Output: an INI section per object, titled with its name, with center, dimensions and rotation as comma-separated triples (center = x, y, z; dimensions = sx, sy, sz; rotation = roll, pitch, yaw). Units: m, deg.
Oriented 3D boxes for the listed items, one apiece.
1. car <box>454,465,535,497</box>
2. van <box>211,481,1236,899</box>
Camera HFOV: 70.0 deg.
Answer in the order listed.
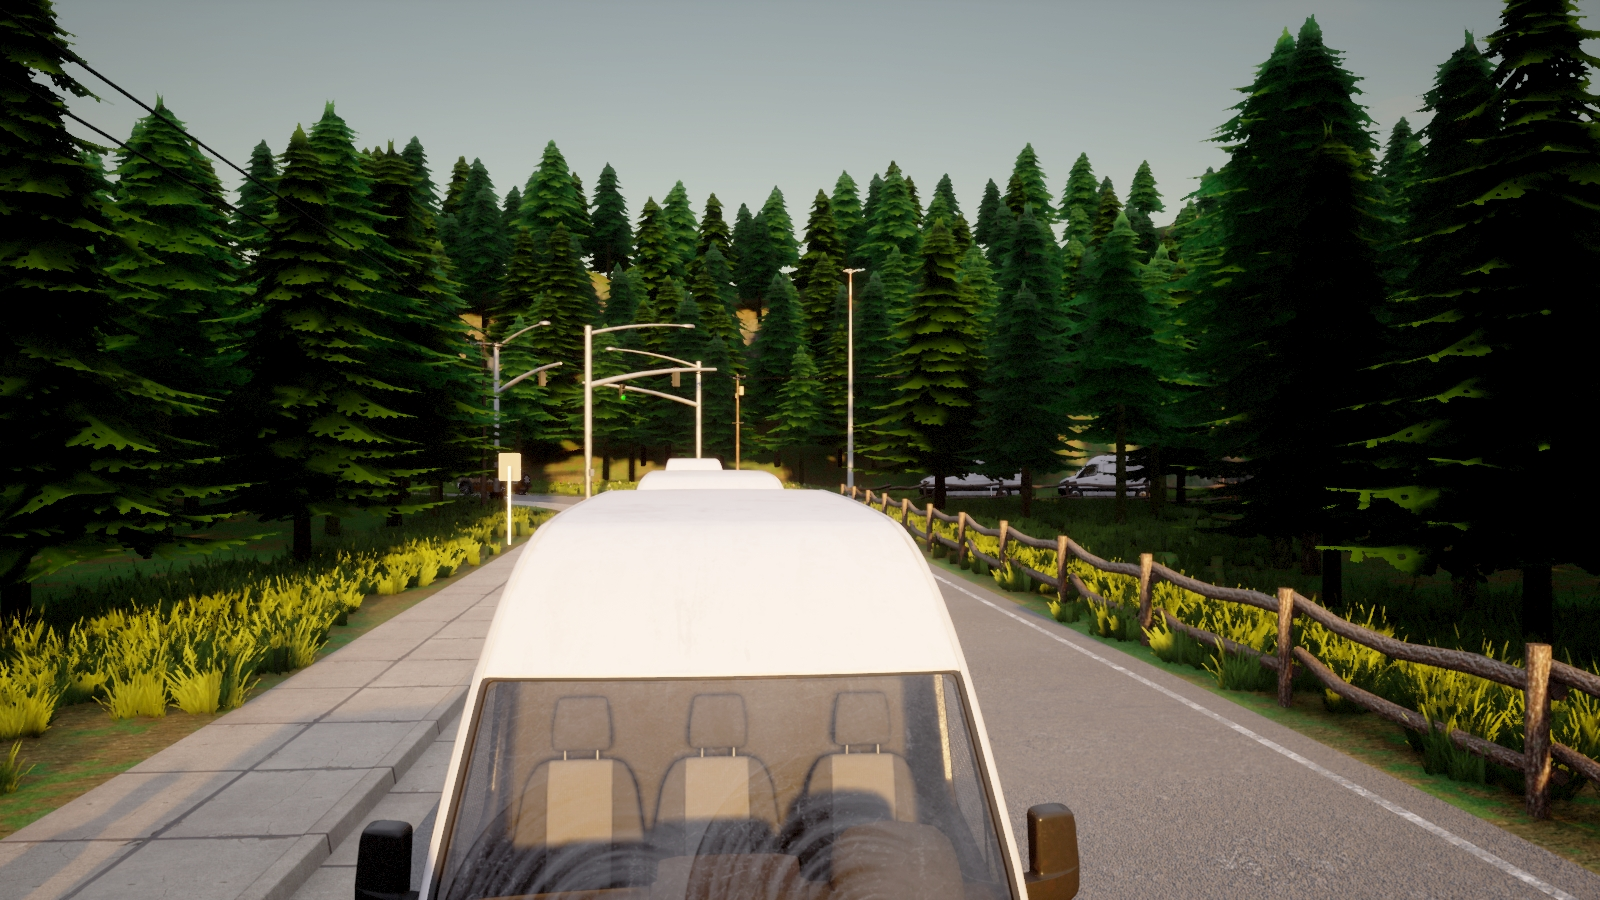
[car]
center = -18.518, 1.835, 69.172
dimensions = 4.605, 1.855, 1.932
rotation = -1, 0, 27
[van]
center = -0.350, 1.499, 5.168
dimensions = 1.988, 2.561, 5.915
rotation = 0, 0, -5
